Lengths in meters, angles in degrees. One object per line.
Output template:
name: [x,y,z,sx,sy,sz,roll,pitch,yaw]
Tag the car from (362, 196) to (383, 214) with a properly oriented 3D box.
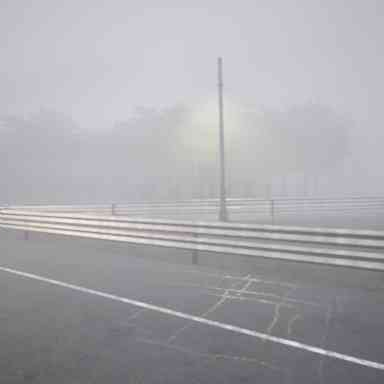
car: [16.129,0.973,26.681,4.892,1.490,1.837,-1,0,-4]
